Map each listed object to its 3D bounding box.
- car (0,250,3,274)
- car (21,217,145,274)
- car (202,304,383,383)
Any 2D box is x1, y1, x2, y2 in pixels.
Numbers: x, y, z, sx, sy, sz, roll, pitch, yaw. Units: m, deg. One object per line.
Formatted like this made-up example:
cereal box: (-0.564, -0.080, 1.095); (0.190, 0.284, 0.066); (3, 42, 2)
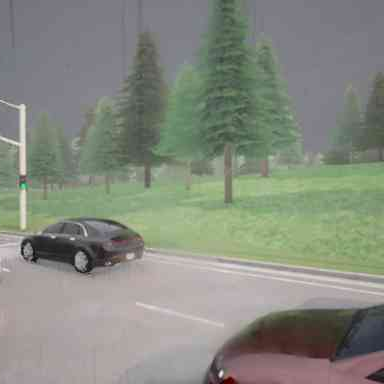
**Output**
car: (-6.755, 1.625, 8.768); (4.674, 1.442, 1.812); (-1, 0, 36)
car: (-3.706, 1.593, 10.884); (4.892, 1.490, 1.837); (0, 0, 36)
car: (2.117, 1.560, 2.483); (4.181, 1.385, 1.994); (-1, 0, 35)
